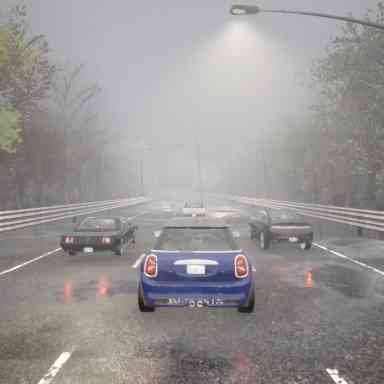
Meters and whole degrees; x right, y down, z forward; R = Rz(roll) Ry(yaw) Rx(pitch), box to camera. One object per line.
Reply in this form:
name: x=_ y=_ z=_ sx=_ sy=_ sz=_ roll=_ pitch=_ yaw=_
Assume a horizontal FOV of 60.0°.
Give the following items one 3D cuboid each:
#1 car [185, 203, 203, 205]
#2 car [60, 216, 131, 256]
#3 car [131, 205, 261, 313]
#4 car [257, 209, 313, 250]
car: x=0.171 y=1.581 z=29.111 sx=1.895 sy=1.301 sz=4.718 roll=0 pitch=0 yaw=0
car: x=-3.369 y=1.596 z=13.072 sx=1.895 sy=1.301 sz=4.718 roll=0 pitch=0 yaw=0
car: x=0.113 y=1.350 z=7.837 sx=2.097 sy=1.767 sz=4.553 roll=0 pitch=0 yaw=1
car: x=3.634 y=1.486 z=14.325 sx=2.128 sy=1.511 sz=4.902 roll=0 pitch=0 yaw=0
